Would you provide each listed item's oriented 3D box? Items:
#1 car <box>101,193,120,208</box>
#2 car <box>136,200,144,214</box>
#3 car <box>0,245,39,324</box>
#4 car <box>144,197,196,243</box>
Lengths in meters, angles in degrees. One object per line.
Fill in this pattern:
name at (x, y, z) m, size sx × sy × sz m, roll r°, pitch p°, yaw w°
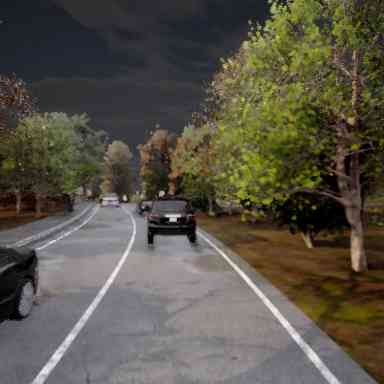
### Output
car at (-11.327, 1.158, 46.140) m, size 2.150 × 2.045 × 5.566 m, roll 1°, pitch -1°, yaw -14°
car at (-4.796, 1.564, 35.238) m, size 2.033 × 1.411 × 5.357 m, roll 1°, pitch 0°, yaw -14°
car at (-3.802, 1.483, 4.436) m, size 1.882 × 1.535 × 5.008 m, roll 0°, pitch 0°, yaw -3°
car at (-1.125, 1.239, 16.484) m, size 2.150 × 2.045 × 5.566 m, roll 1°, pitch 0°, yaw -7°
